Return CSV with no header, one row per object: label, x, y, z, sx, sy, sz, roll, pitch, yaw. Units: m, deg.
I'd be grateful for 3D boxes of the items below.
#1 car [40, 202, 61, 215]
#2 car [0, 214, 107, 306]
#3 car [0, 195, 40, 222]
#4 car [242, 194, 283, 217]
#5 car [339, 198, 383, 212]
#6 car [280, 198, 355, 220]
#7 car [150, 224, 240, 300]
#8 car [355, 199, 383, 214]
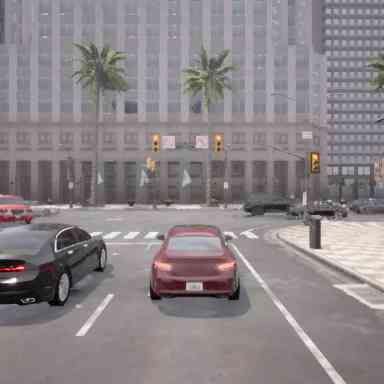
car,-14.631,1.526,30.846,4.674,1.442,1.812,0,0,0
car,-3.439,1.505,8.000,1.837,1.490,4.892,0,0,0
car,-12.768,1.222,22.963,2.150,2.045,5.566,1,-1,-42
car,7.469,1.221,30.850,5.566,2.045,2.150,0,0,0
car,19.751,1.491,38.039,4.902,1.511,2.128,0,0,0
car,10.196,1.491,27.347,4.902,1.511,2.128,0,0,0
car,0.070,1.526,8.255,1.812,1.442,4.674,0,0,1
car,19.032,1.564,34.539,4.181,1.385,1.994,0,0,0
